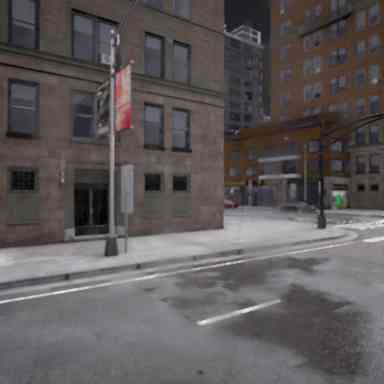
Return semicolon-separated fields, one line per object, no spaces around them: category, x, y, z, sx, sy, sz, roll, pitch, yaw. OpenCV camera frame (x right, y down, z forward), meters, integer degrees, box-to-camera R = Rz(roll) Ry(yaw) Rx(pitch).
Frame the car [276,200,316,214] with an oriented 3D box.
car;10.689;1.524;34.373;1.947;1.339;4.313;0;0;-35

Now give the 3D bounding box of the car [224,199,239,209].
car;4.333;1.538;43.379;1.802;1.307;4.206;0;0;-35
